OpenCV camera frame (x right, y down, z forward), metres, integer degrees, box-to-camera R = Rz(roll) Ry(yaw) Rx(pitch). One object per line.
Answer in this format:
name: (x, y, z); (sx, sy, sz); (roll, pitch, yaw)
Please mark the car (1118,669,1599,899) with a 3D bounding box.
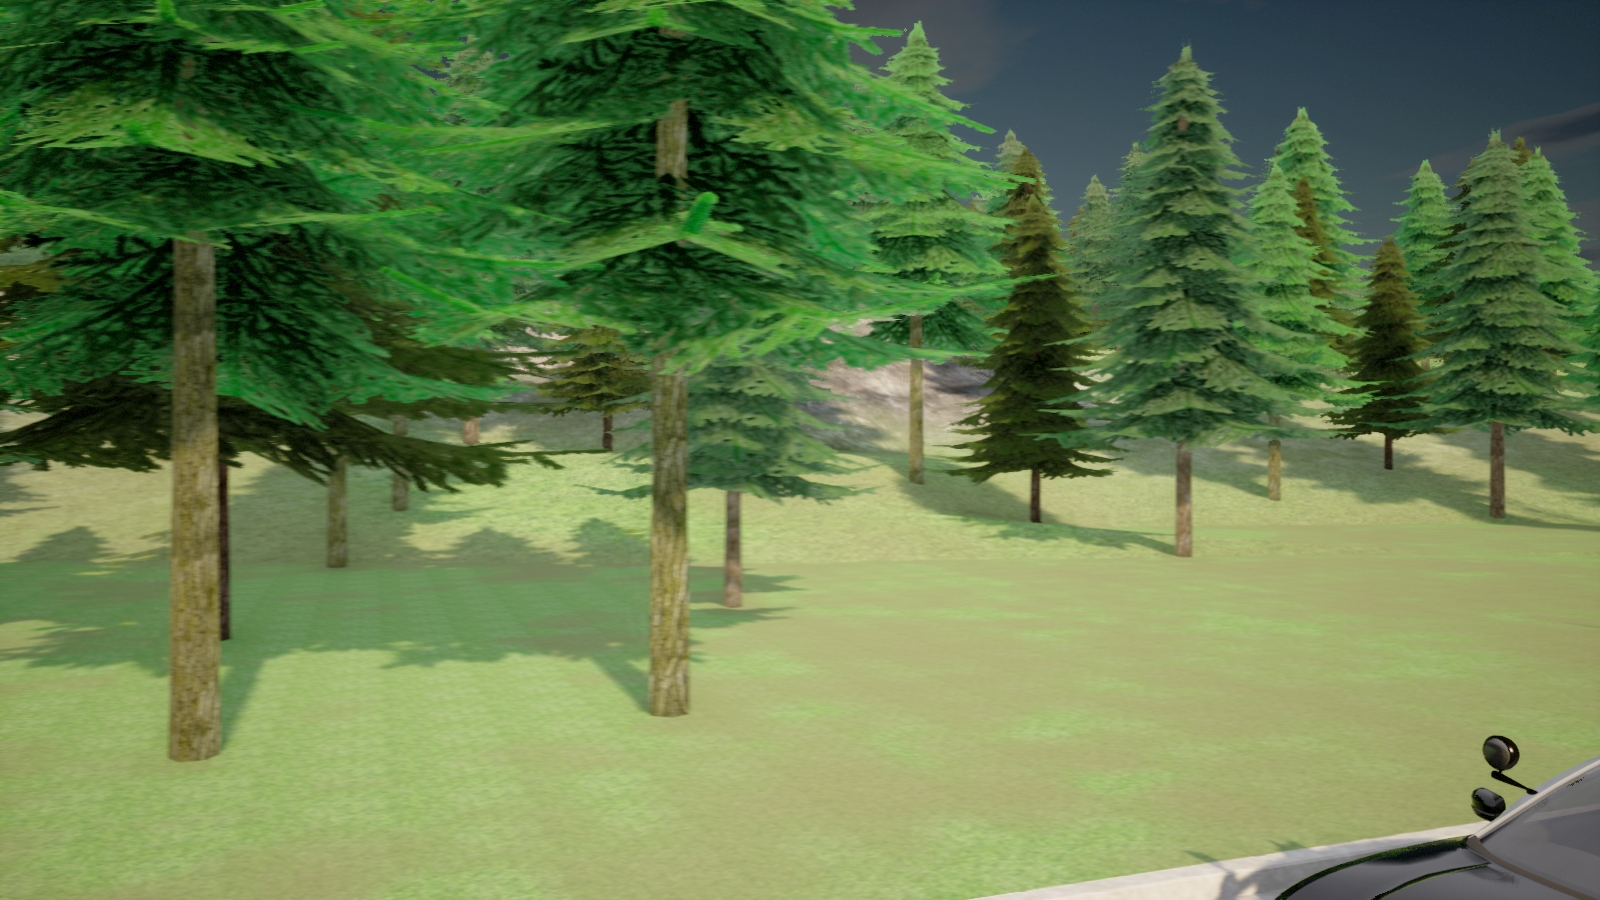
car: (4.222, 1.982, 4.952); (5.238, 1.638, 2.097); (0, 0, -20)
